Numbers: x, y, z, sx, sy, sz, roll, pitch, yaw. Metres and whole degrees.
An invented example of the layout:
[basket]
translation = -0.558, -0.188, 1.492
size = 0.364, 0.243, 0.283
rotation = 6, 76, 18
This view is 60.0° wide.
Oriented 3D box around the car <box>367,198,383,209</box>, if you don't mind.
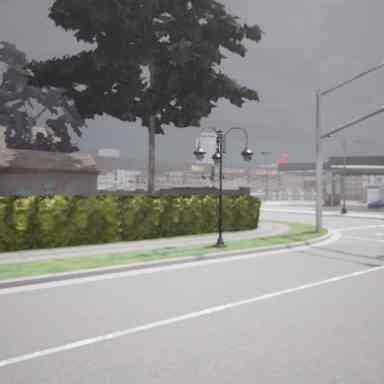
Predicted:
[car]
translation = 27.834, 1.723, 47.975
size = 2.242, 1.667, 4.611
rotation = 1, 0, -35
